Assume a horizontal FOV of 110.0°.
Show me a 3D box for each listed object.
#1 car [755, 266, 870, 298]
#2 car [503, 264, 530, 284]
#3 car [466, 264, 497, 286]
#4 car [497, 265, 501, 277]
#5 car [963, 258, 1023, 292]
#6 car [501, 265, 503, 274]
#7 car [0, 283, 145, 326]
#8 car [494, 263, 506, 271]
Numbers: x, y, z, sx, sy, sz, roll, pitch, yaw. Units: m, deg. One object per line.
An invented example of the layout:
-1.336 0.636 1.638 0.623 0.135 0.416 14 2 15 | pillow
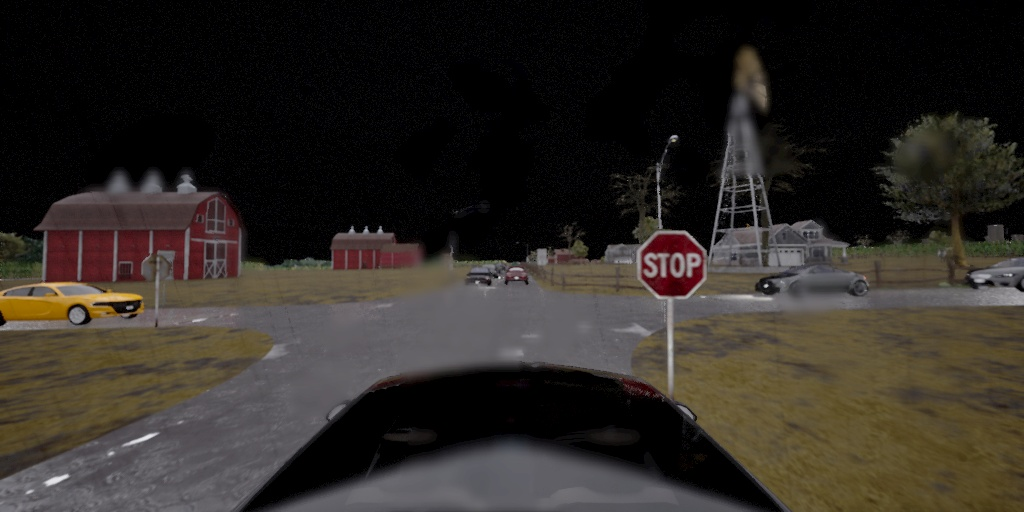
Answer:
13.595 1.138 16.396 4.181 1.385 1.994 -1 -2 0 | car
0.388 1.572 30.487 1.812 1.442 4.674 0 -1 1 | car
-2.523 1.578 28.695 2.033 1.411 5.357 0 -1 -1 | car
-2.471 1.647 39.177 1.837 1.490 4.892 0 -1 1 | car
23.735 0.804 16.344 4.902 1.511 2.128 -1 -2 0 | car
-2.366 1.853 49.456 1.895 1.301 4.718 0 -1 1 | car
-17.008 1.755 13.631 5.008 1.535 1.882 -1 -2 0 | car
-2.135 2.024 65.150 1.895 1.301 4.718 0 -1 1 | car
